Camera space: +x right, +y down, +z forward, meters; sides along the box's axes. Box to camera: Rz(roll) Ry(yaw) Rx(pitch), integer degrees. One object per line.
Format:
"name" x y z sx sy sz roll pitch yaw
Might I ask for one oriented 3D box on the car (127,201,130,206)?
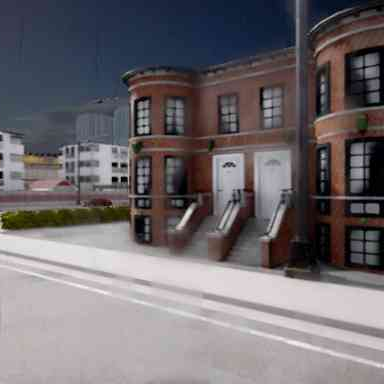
"car" -7.784 1.569 50.884 1.812 1.442 4.674 0 0 42

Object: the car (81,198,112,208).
"car" -13.980 1.574 48.819 1.812 1.442 4.674 0 0 39
